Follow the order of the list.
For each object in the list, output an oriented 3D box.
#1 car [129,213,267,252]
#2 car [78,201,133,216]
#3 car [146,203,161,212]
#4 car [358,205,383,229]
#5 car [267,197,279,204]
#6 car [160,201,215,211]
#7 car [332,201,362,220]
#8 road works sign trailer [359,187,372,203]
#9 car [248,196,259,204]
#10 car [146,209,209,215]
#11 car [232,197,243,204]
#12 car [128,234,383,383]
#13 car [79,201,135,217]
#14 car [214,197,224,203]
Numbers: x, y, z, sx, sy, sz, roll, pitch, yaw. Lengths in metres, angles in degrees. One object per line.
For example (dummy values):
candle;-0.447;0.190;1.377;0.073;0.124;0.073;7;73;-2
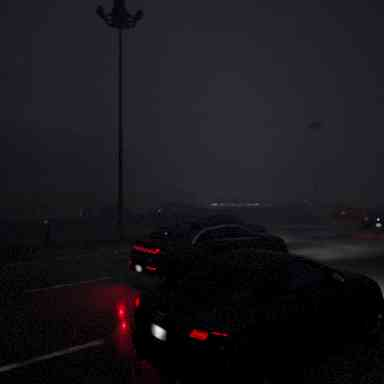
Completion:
car;0.661;1.518;9.086;4.902;1.511;2.128;0;0;-39
car;-7.836;1.600;30.047;2.128;1.511;4.902;0;0;43
car;-2.174;1.604;31.218;1.837;1.490;4.892;0;0;38
car;12.232;1.638;21.019;1.895;1.301;4.718;0;0;39
car;16.045;1.641;66.036;1.882;1.535;5.008;0;0;5
car;-0.296;1.649;28.058;1.994;1.385;4.181;0;0;40
car;13.507;1.535;28.724;1.882;1.535;5.008;0;0;34
road works sign trailer;37.480;0.599;72.692;2.380;3.560;2.880;0;0;-3
car;12.720;1.672;69.013;1.837;1.490;4.892;0;0;4
car;0.896;1.588;13.826;5.357;1.411;2.033;0;0;-43
car;9.096;1.724;66.951;2.033;1.411;5.357;0;0;5
car;1.190;1.578;5.061;4.181;1.385;1.994;0;0;-38
car;-8.631;1.670;34.226;2.033;1.411;5.357;0;0;41
car;5.830;1.700;72.737;1.895;1.301;4.718;0;0;1
